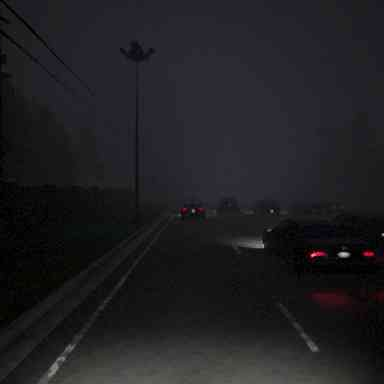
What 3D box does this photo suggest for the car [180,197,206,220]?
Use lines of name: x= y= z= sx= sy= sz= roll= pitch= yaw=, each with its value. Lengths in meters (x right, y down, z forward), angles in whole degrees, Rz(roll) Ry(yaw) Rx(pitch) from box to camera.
car: x=0.098 y=1.462 z=27.427 sx=2.163 sy=1.488 sz=4.792 roll=0 pitch=0 yaw=0

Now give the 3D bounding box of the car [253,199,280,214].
car: x=7.098 y=1.456 z=31.964 sx=1.837 sy=1.490 sz=4.892 roll=0 pitch=0 yaw=0

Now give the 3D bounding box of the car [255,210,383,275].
car: x=3.599 y=1.532 z=10.385 sx=2.033 sy=1.411 sz=5.357 roll=0 pitch=0 yaw=0

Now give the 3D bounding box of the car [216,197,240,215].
car: x=3.598 y=1.300 z=33.902 sx=2.097 sy=1.767 sz=4.553 roll=0 pitch=0 yaw=0

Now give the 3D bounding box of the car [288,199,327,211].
car: x=10.598 y=1.430 z=31.473 sx=1.882 sy=1.535 sz=5.008 roll=0 pitch=0 yaw=0

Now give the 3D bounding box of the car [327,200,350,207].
car: x=14.097 y=1.497 z=33.724 sx=2.033 sy=1.411 sz=5.357 roll=0 pitch=0 yaw=0

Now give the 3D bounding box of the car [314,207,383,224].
car: x=7.097 y=1.542 z=14.220 sx=1.994 sy=1.385 sz=4.181 roll=0 pitch=0 yaw=0

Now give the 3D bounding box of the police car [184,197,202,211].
police car: x=0.095 y=1.437 z=41.638 sx=2.038 sy=1.542 sz=4.974 roll=0 pitch=0 yaw=0
